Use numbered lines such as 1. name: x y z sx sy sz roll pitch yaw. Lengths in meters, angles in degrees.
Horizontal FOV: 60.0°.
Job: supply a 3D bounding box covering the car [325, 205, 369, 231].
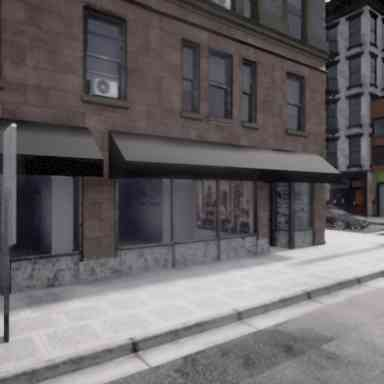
1. car: 8.145 1.543 20.333 1.837 1.490 4.892 0 1 -36
